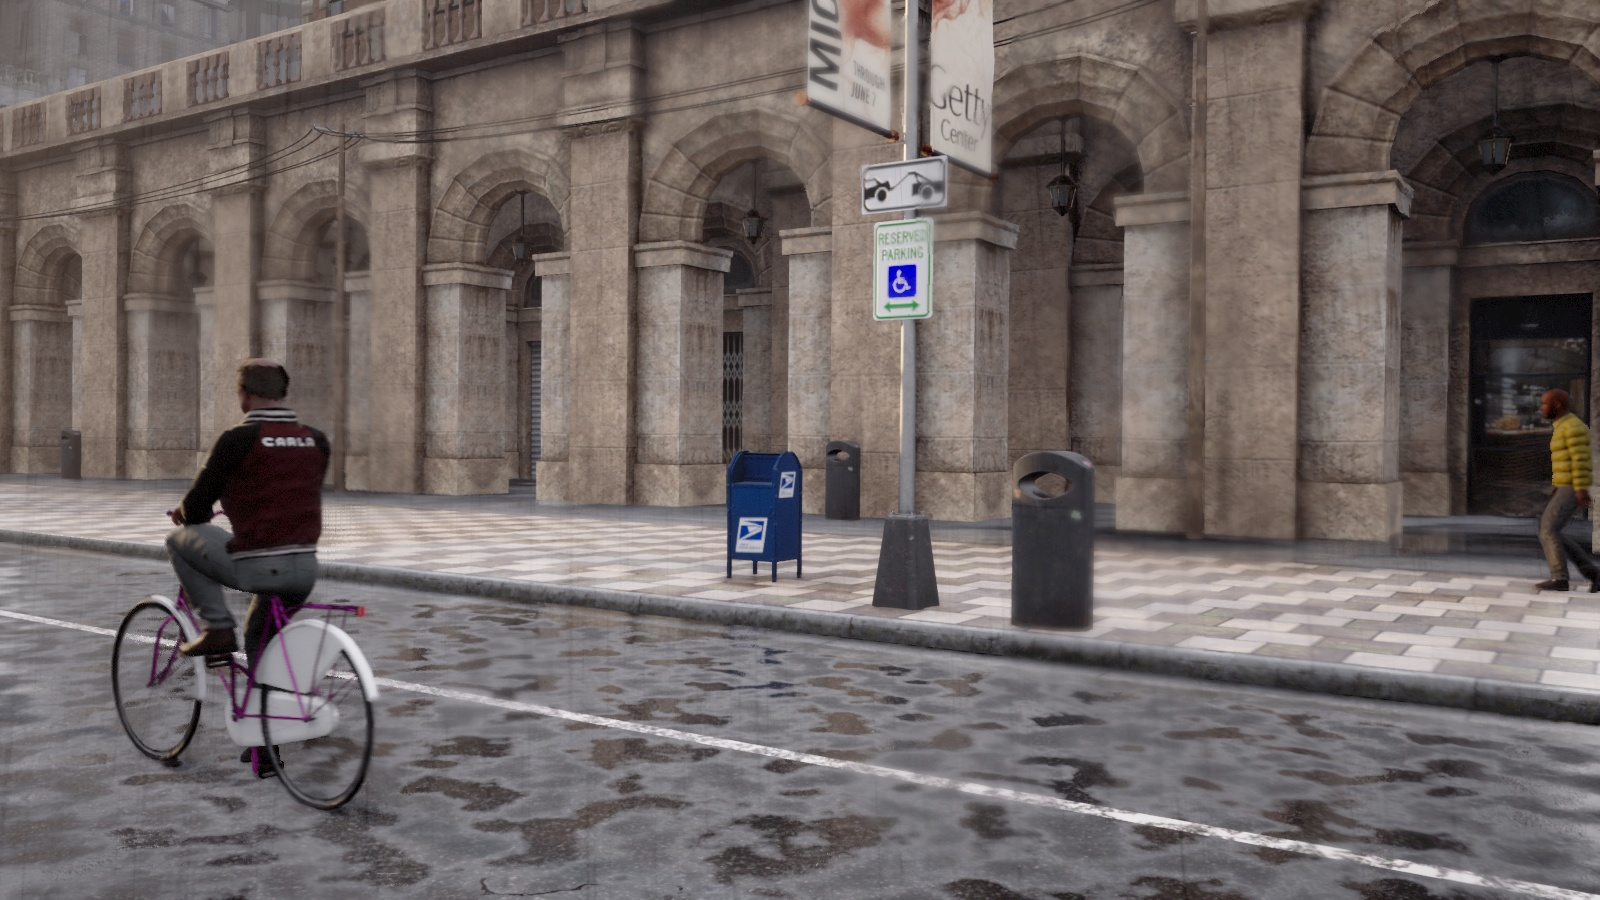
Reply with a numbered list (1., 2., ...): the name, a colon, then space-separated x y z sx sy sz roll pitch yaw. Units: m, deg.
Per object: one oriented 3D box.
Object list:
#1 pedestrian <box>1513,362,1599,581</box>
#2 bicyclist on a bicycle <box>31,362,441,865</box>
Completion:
1. pedestrian: 6.590 0.180 10.847 0.726 1.835 0.370 0 1 34
2. bicyclist on a bicycle: -2.375 0.551 5.199 1.843 1.776 0.659 2 2 34
